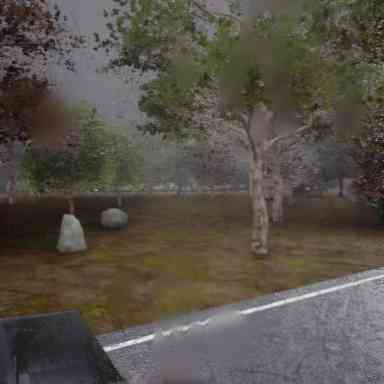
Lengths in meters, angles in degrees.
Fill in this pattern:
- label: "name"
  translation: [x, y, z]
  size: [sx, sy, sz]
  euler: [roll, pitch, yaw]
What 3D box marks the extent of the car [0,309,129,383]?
- label: "car"
  translation: [-2.895, 1.580, 2.027]
  size: [4.718, 1.301, 1.895]
  euler: [0, 0, -30]
